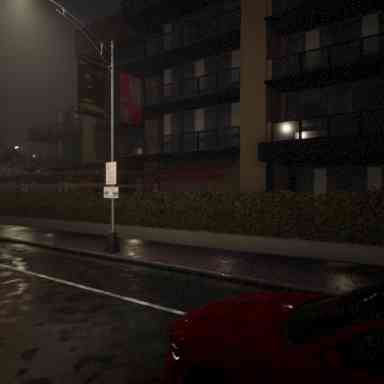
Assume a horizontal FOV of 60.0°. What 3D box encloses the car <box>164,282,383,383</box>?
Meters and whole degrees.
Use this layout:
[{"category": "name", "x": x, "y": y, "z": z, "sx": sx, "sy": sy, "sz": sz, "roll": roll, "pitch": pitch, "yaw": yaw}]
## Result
[{"category": "car", "x": 2.038, "y": 1.478, "z": 2.622, "sx": 5.008, "sy": 1.535, "sz": 1.882, "roll": 0, "pitch": 0, "yaw": 35}]
